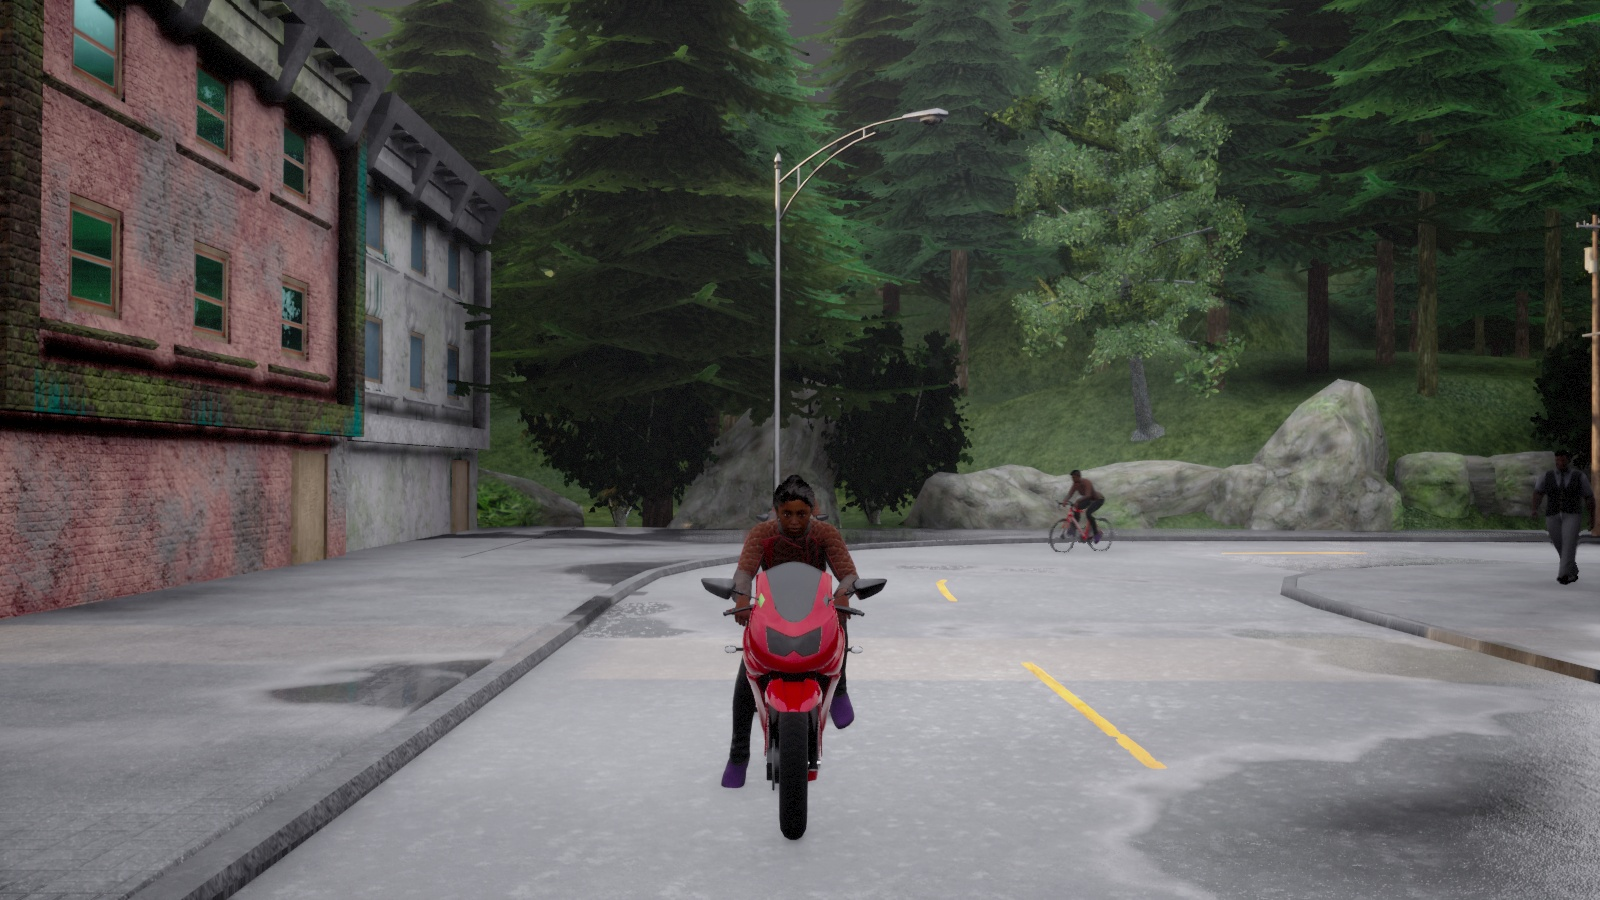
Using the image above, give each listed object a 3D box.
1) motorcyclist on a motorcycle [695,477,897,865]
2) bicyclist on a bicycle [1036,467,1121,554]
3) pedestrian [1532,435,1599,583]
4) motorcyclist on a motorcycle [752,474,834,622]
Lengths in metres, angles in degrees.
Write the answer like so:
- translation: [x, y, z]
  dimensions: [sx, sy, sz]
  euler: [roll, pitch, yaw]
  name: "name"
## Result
- translation: [-0.023, 0.898, 6.008]
  dimensions: [0.797, 1.523, 2.044]
  euler: [0, -1, 0]
  name: "motorcyclist on a motorcycle"
- translation: [5.408, 1.156, 24.358]
  dimensions: [1.656, 1.620, 0.582]
  euler: [0, 0, -30]
  name: "bicyclist on a bicycle"
- translation: [10.078, 0.760, 16.500]
  dimensions: [0.849, 1.883, 0.563]
  euler: [1, -1, -45]
  name: "pedestrian"
- translation: [-0.046, 1.032, 14.025]
  dimensions: [0.797, 1.523, 2.044]
  euler: [0, -1, 3]
  name: "motorcyclist on a motorcycle"
